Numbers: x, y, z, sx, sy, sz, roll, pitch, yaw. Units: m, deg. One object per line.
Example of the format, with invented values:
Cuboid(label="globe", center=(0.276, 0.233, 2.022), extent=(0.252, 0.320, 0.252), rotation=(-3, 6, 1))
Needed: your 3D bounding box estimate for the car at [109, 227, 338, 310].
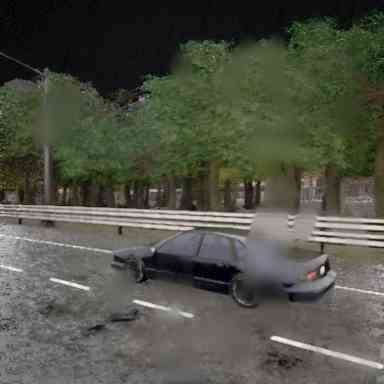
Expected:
Cuboid(label="car", center=(0.455, 1.549, 7.847), extent=(5.357, 1.411, 2.033), rotation=(0, 0, 36))
